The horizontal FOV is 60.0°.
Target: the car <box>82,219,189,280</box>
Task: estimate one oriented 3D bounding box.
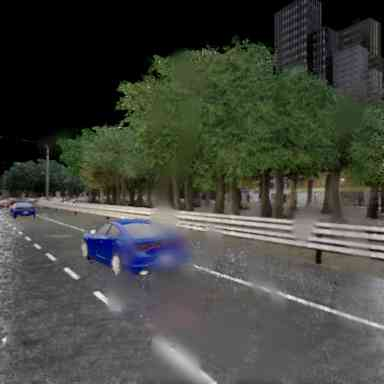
[{"bbox_3d":[-2.012,1.598,10.572,1.882,1.535,5.008,1,-1,-33],"label":"car"}]

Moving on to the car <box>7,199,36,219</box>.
[{"bbox_3d":[-16.718,1.759,32.808,1.882,1.535,5.008,1,-1,-33],"label":"car"}]

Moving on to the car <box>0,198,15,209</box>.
[{"bbox_3d":[-29.614,1.938,52.990,1.812,1.442,4.674,0,-1,-29],"label":"car"}]
